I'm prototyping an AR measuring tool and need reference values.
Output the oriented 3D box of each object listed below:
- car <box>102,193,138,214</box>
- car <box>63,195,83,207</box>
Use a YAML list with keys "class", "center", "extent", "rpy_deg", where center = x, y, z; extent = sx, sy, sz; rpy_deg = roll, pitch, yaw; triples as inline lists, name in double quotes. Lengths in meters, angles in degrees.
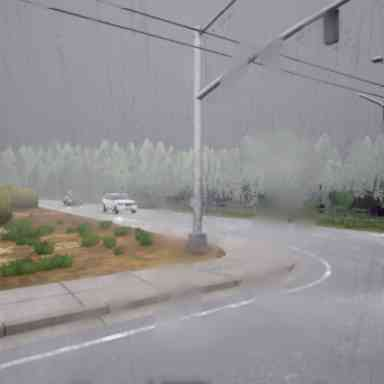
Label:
- class: "car"
  center: [-7.581, 1.170, 34.451]
  extent: [2.150, 2.045, 5.566]
  rpy_deg: [0, 0, -33]
- class: "car"
  center: [-18.248, 1.317, 50.911]
  extent: [2.097, 1.767, 4.553]
  rpy_deg: [0, 0, -33]
